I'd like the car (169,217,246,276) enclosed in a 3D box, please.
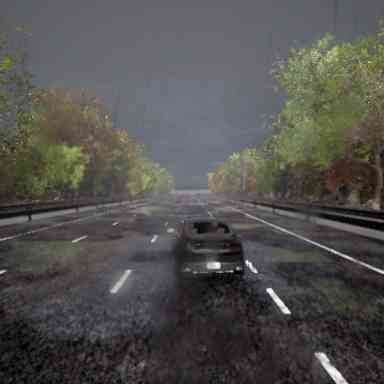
[{"bbox_3d":[0.339,1.533,10.290,1.837,1.490,4.892,-1,-1,-4],"label":"car"}]
